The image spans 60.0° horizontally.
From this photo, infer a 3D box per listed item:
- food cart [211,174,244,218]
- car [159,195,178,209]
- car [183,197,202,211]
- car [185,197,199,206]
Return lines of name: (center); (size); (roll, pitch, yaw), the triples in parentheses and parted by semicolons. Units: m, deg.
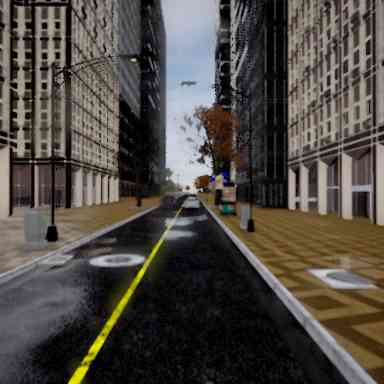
food cart: (2.987, 0.338, 28.956); (2.280, 3.560, 4.660); (-1, 0, 0)
car: (-2.841, 1.170, 41.147); (2.097, 1.767, 4.553); (0, 0, 0)
car: (0.024, 1.355, 38.724); (1.812, 1.442, 4.674); (0, 0, 1)
car: (0.001, 1.384, 49.491); (1.895, 1.301, 4.718); (0, 0, 0)
